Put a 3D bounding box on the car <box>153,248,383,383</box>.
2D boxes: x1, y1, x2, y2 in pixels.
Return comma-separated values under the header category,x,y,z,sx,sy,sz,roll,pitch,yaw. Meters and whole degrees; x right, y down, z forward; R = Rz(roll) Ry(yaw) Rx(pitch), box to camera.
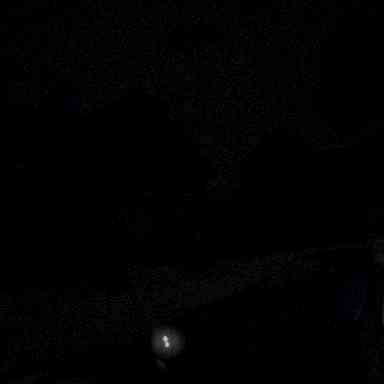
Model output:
category,x,y,z,sx,sy,sz,roll,pitch,yaw
car,2.206,1.550,4.501,5.357,1.411,2.033,0,0,-34
